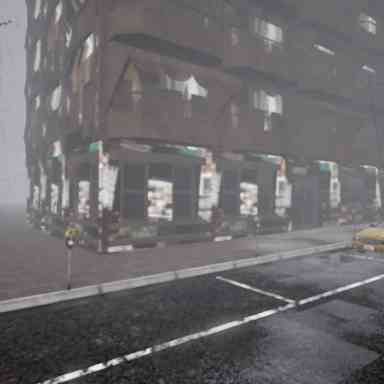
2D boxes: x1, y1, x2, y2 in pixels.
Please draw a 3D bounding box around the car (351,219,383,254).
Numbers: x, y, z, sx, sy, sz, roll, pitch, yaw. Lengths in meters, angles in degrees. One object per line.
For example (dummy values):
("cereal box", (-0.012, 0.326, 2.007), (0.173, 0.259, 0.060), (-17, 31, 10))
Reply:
("car", (7.590, 1.436, 11.959), (4.829, 1.417, 1.752), (0, 1, -35))
